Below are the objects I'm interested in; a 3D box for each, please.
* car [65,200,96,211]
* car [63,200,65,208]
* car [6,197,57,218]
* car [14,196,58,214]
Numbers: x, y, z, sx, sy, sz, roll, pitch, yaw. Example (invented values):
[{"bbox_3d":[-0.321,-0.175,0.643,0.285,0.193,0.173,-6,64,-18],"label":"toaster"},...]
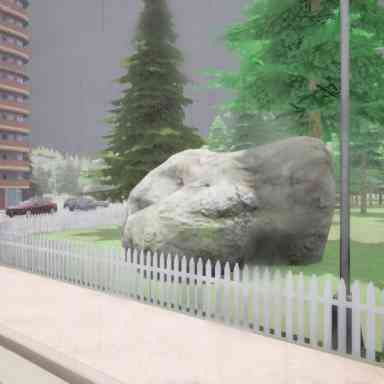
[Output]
[{"bbox_3d":[-12.755,1.508,39.046,1.994,1.385,4.181,0,0,4],"label":"car"},{"bbox_3d":[-16.382,1.449,45.890,1.837,1.490,4.892,0,0,-8],"label":"car"},{"bbox_3d":[-14.413,1.422,30.208,1.882,1.535,5.008,0,0,15],"label":"car"},{"bbox_3d":[-16.670,1.297,35.855,2.097,1.767,4.553,0,0,8],"label":"car"}]
